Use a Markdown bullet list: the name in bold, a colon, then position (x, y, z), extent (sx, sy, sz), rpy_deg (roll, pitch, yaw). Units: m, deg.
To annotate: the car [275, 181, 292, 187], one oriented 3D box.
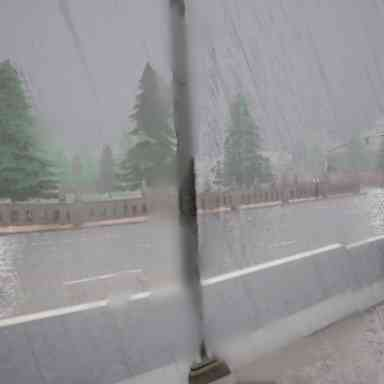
- **car**: position (17.014, -1.282, 59.214), extent (2.097, 1.767, 4.553), rpy_deg (-4, 3, -35)
